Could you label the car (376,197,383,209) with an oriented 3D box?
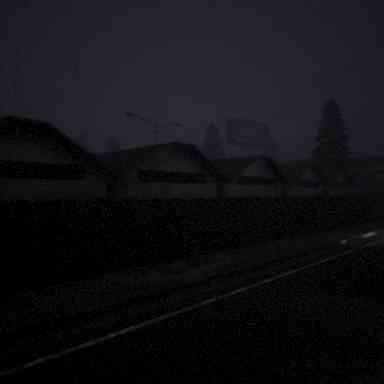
[{"bbox_3d":[29.385,1.639,50.314,1.905,1.878,3.866,-1,-1,43],"label":"car"}]
